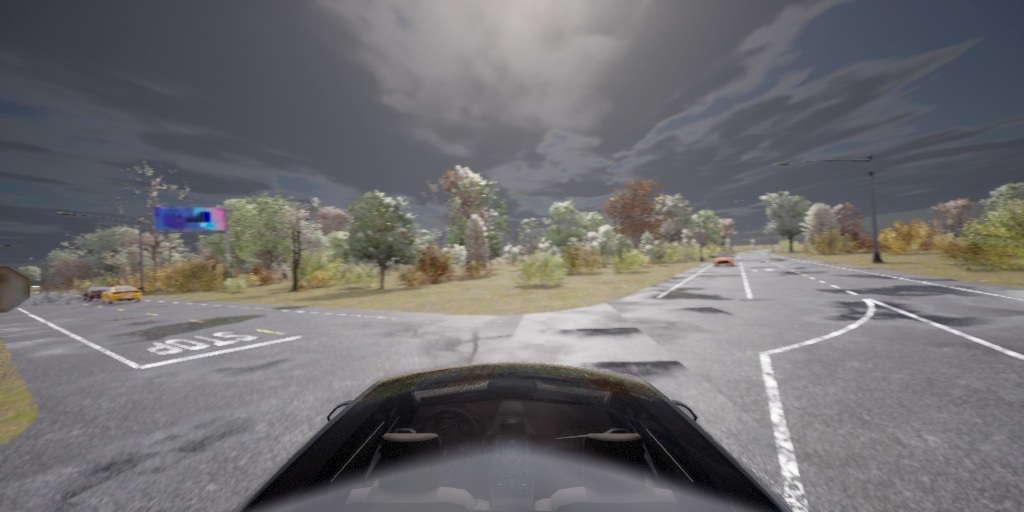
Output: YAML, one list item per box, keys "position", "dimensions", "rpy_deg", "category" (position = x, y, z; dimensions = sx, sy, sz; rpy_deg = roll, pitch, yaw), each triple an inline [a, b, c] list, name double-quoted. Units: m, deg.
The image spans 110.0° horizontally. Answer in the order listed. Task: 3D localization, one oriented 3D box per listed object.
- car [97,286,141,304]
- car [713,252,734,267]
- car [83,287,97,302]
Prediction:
- position: [-35.432, 3.472, 32.487]
  dimensions: [5.008, 1.535, 1.882]
  rpy_deg: [-3, -1, 34]
  category: "car"
- position: [25.823, 0.411, 43.761]
  dimensions: [2.097, 1.767, 4.553]
  rpy_deg: [-4, -1, 32]
  category: "car"
- position: [-43.806, 3.974, 38.079]
  dimensions: [5.008, 1.535, 1.882]
  rpy_deg: [-3, -1, 34]
  category: "car"
